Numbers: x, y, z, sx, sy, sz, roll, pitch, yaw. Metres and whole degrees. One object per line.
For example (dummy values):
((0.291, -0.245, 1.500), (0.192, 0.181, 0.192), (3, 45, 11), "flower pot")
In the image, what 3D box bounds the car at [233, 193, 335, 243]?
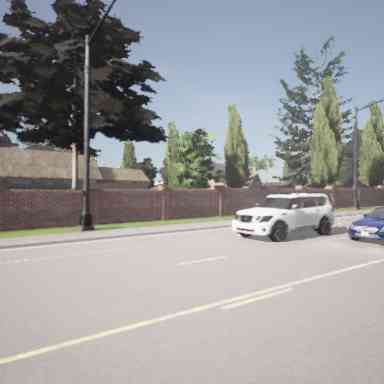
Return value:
((4.491, 1.093, 15.792), (5.566, 2.045, 2.150), (-1, 0, -35), "car")

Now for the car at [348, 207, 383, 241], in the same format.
((8.746, 1.370, 14.526), (4.674, 1.442, 1.812), (-1, 0, -35), "car")
